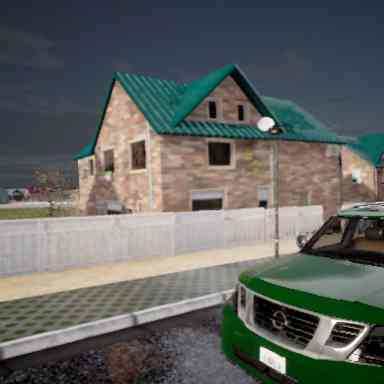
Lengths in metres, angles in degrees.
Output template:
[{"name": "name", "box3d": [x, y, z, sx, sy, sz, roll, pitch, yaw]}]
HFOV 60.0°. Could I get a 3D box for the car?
[{"name": "car", "box3d": [3.004, 1.207, 4.705, 5.566, 2.045, 2.150, 0, 0, -35]}]
